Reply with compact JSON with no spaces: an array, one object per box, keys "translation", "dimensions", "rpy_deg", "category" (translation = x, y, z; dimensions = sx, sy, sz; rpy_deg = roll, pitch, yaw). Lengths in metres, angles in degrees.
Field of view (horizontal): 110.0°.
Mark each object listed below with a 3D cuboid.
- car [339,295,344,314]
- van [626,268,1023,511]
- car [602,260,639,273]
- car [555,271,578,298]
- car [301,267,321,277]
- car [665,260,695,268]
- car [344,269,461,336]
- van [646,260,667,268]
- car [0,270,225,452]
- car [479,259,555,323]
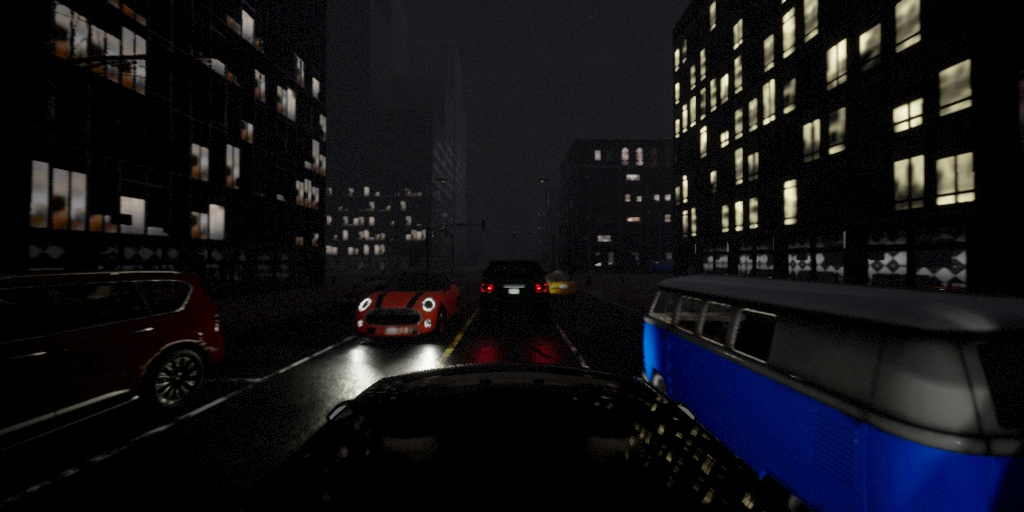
[{"translation":[-5.314,1.494,14.455],"dimensions":[1.802,1.307,4.207],"rpy_deg":[0,0,0],"category":"car"},{"translation":[2.566,1.111,3.338],"dimensions":[1.690,1.789,3.998],"rpy_deg":[0,0,0],"category":"van"},{"translation":[15.330,1.464,50.387],"dimensions":[5.009,1.841,2.192],"rpy_deg":[0,0,-1],"category":"car"},{"translation":[2.567,1.508,20.183],"dimensions":[1.751,1.417,4.829],"rpy_deg":[0,0,0],"category":"car"},{"translation":[-28.396,2.263,49.831],"dimensions":[4.403,1.370,2.007],"rpy_deg":[0,0,-1],"category":"car"},{"translation":[21.092,1.539,42.567],"dimensions":[4.507,1.381,1.888],"rpy_deg":[0,0,-1],"category":"car"},{"translation":[-2.848,1.217,10.754],"dimensions":[2.097,1.767,4.553],"rpy_deg":[0,-1,0],"category":"car"},{"translation":[20.985,1.420,50.446],"dimensions":[3.998,1.789,1.690],"rpy_deg":[0,0,-1],"category":"van"},{"translation":[-5.315,1.086,3.338],"dimensions":[2.192,1.841,5.009],"rpy_deg":[0,0,0],"category":"car"},{"translation":[0.084,1.115,12.854],"dimensions":[2.150,2.045,5.566],"rpy_deg":[0,0,0],"category":"car"}]
